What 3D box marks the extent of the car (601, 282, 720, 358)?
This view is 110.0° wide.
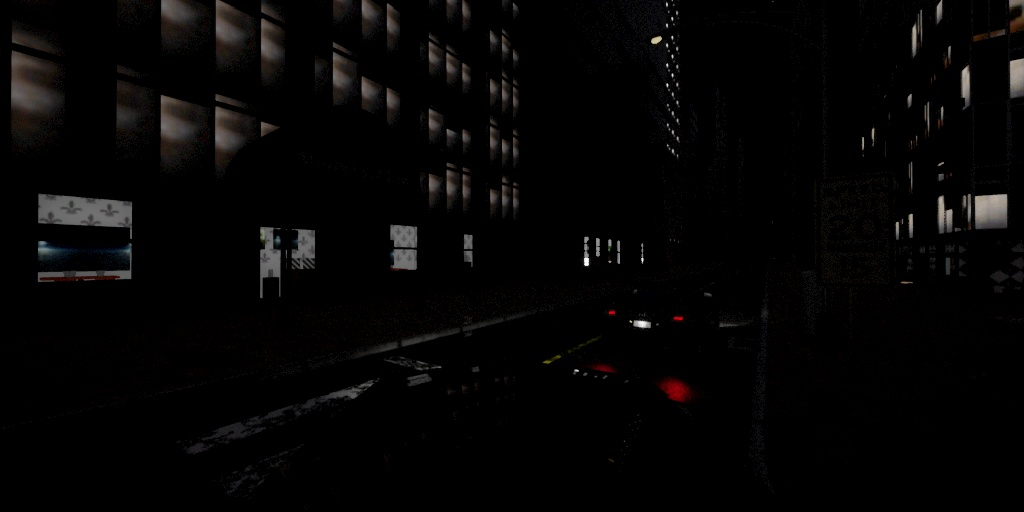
[{"bbox_3d":[3.746,1.323,8.735,1.994,1.385,4.181,0,0,36],"label":"car"}]
